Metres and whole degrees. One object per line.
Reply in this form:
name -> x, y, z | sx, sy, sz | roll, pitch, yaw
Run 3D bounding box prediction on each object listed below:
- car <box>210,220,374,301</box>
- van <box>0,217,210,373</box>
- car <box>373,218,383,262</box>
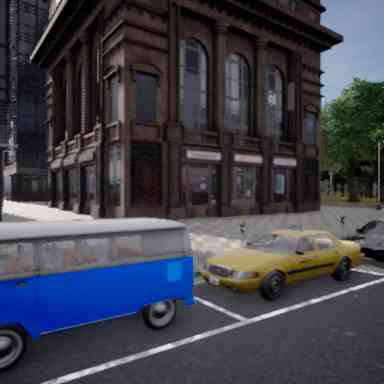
car -> 2.437, 1.548, 8.390 | 4.829, 1.417, 1.752 | 0, 0, -36
van -> -1.850, 1.347, 5.331 | 3.998, 1.788, 1.690 | 0, 0, -36
car -> 7.001, 1.606, 11.648 | 4.313, 1.339, 1.947 | 0, 0, -36
